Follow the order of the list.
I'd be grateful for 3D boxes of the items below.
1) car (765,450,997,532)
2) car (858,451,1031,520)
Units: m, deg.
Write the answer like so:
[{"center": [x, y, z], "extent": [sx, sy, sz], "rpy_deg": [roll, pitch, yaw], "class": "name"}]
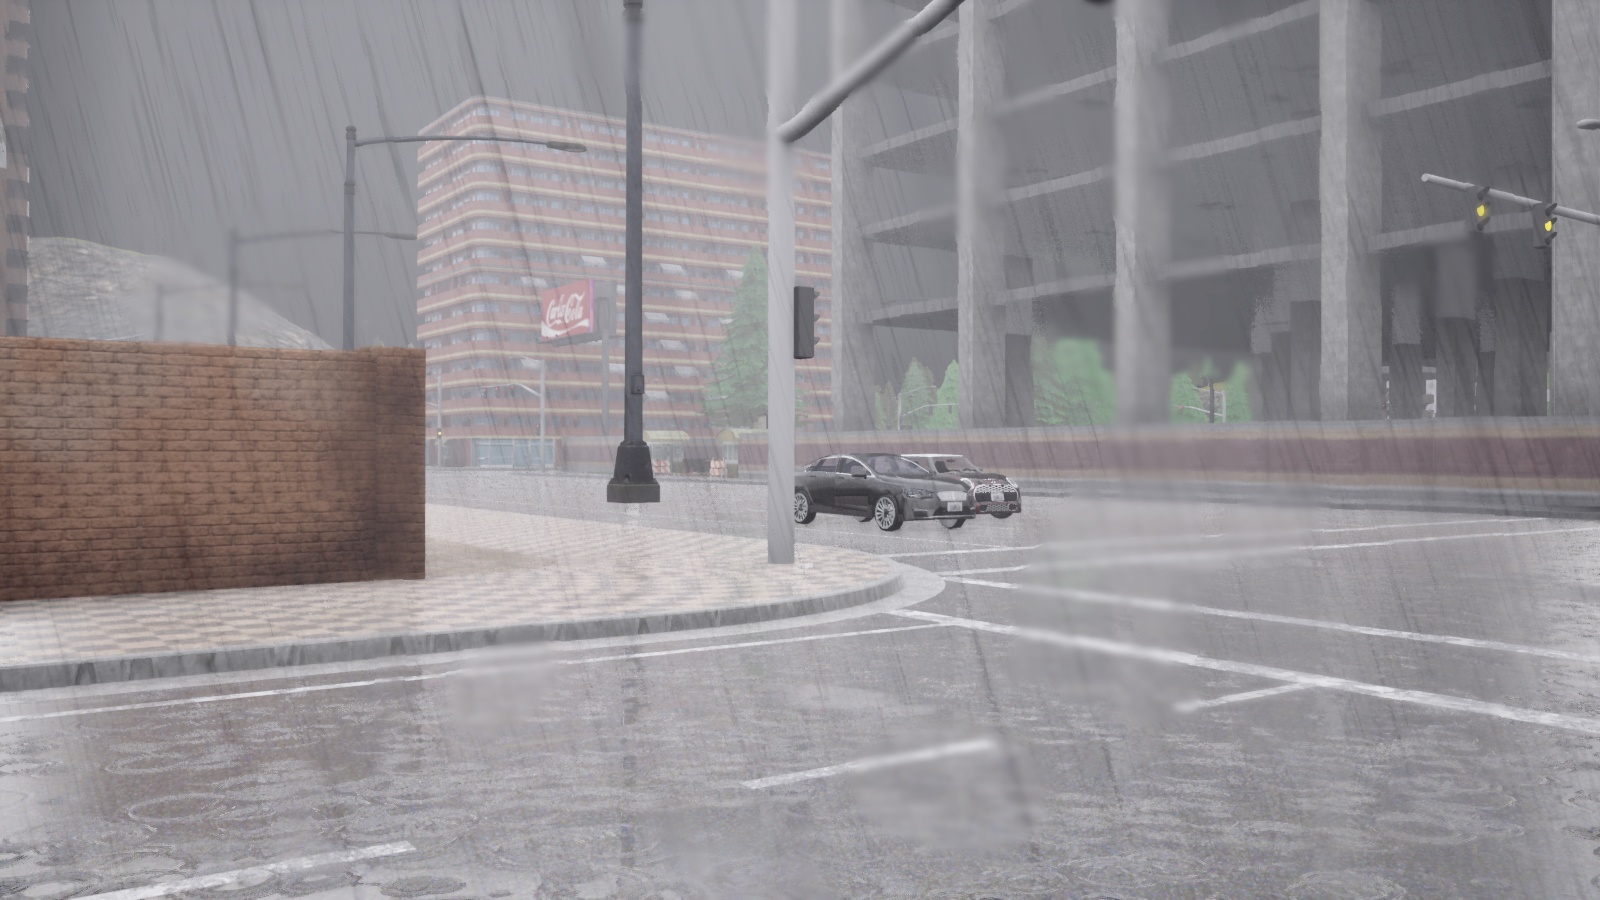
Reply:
[{"center": [1.523, 0.760, 25.587], "extent": [2.128, 1.511, 4.902], "rpy_deg": [0, 0, -34], "class": "car"}, {"center": [3.293, 0.775, 29.197], "extent": [1.970, 1.475, 3.806], "rpy_deg": [0, 0, -34], "class": "car"}]
